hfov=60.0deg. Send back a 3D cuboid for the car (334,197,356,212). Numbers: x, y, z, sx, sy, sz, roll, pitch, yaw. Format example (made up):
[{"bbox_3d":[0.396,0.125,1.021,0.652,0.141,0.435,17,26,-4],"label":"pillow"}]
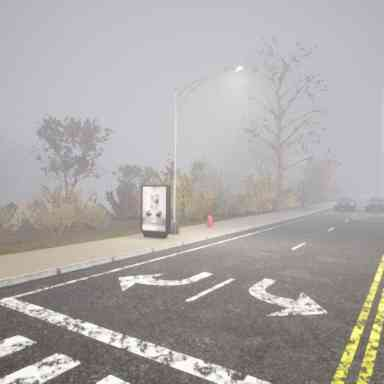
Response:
[{"bbox_3d":[18.438,1.390,39.950,2.097,1.767,4.553,0,0,30],"label":"car"}]

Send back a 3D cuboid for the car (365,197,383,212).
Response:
[{"bbox_3d":[21.253,1.393,38.326,2.097,1.767,4.553,0,0,30],"label":"car"}]
